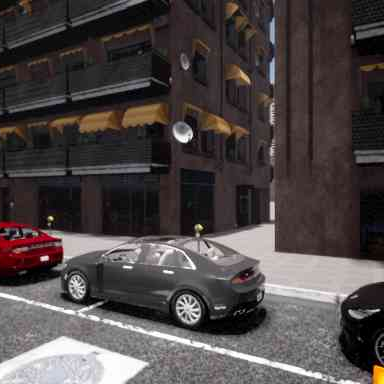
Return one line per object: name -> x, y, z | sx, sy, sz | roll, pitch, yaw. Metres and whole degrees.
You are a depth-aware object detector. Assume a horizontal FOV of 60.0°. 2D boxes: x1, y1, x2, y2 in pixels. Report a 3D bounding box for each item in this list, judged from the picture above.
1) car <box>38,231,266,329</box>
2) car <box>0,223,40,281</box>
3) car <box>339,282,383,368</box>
car -> -0.756, 1.551, 6.731 | 4.403, 1.369, 2.008 | 0, 0, 29
car -> -5.664, 1.545, 9.491 | 4.507, 1.381, 1.887 | 0, 0, 29
car -> 4.152, 1.566, 3.972 | 4.313, 1.339, 1.947 | 0, 0, 29
